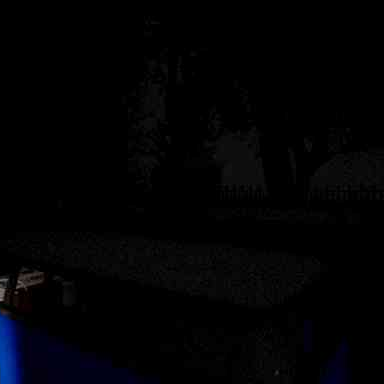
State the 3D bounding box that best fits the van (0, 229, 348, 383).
[{"bbox_3d":[-0.649,1.341,3.174,3.998,1.788,1.690,0,0,35],"label":"van"}]
